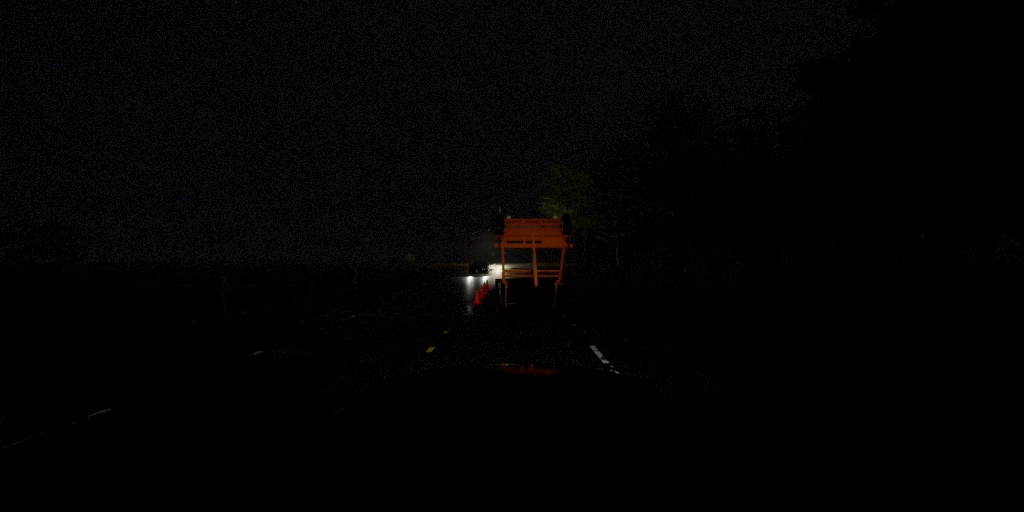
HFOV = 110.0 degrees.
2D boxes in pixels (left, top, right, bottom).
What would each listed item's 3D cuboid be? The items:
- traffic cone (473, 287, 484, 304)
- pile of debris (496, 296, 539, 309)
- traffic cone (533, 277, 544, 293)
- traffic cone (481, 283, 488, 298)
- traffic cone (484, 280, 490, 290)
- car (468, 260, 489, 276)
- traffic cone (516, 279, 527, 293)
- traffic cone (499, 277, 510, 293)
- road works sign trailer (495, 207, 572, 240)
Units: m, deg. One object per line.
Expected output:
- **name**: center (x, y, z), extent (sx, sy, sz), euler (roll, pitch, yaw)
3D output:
- **traffic cone**: center (-1.453, 1.694, 14.895), extent (0.340, 0.580, 0.340), euler (0, 0, 0)
- **pile of debris**: center (0.031, 1.904, 14.898), extent (1.860, 0.140, 1.500), euler (0, 0, 0)
- **traffic cone**: center (1.557, 1.688, 20.888), extent (0.340, 0.580, 0.340), euler (0, 0, 0)
- **traffic cone**: center (-1.449, 1.692, 16.895), extent (0.340, 0.580, 0.340), euler (0, 0, 0)
- **traffic cone**: center (-1.445, 1.690, 18.895), extent (0.340, 0.580, 0.340), euler (0, 0, 0)
- **car**: center (-3.417, 1.216, 37.454), extent (1.837, 1.490, 4.892), euler (0, 0, 0)
- **traffic cone**: center (0.558, 1.688, 20.890), extent (0.340, 0.580, 0.340), euler (0, 0, 0)
- **traffic cone**: center (-0.441, 1.688, 20.893), extent (0.340, 0.580, 0.340), euler (0, 0, 0)
- **road works sign trailer**: center (0.635, -2.366, 10.103), extent (2.380, 3.560, 2.880), euler (0, 0, 0)
